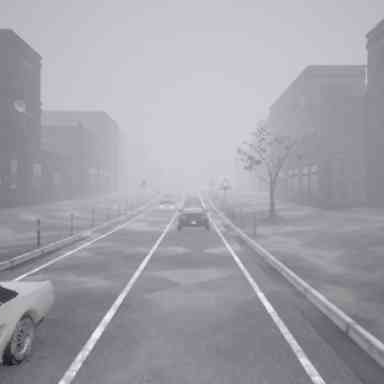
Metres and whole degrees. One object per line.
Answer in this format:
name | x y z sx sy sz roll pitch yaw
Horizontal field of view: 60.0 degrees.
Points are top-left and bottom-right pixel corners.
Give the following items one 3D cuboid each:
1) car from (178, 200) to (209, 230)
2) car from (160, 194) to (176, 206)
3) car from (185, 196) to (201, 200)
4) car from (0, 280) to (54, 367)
car | 0.097 1.501 20.816 1.812 1.442 4.674 0 0 0
car | -3.099 0.943 43.082 2.033 1.411 5.357 0 3 0
car | 0.096 1.130 38.783 1.994 1.385 4.181 0 2 0
car | -3.101 1.600 3.004 1.895 1.301 4.718 0 0 0
